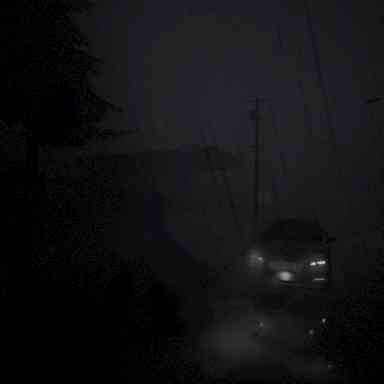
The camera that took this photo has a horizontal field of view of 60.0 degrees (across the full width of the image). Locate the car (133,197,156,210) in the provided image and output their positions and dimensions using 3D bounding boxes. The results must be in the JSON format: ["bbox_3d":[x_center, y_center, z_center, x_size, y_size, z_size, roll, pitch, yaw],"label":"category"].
[{"bbox_3d":[-5.816,1.390,40.968,1.845,1.501,3.633,0,0,22],"label":"car"}]

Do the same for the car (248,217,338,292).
[{"bbox_3d":[2.859,1.494,9.220,2.128,1.511,4.902,0,0,22],"label":"car"}]
